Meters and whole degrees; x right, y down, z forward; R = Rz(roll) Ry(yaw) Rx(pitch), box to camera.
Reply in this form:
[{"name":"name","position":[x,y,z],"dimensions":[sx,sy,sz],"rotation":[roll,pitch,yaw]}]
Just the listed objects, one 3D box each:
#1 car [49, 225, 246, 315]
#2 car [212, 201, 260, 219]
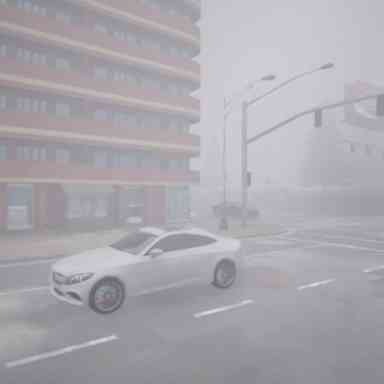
[{"name":"car","position":[-0.777,1.542,7.726],"dimensions":[4.674,1.442,1.812],"rotation":[0,0,-35]},{"name":"car","position":[3.906,1.565,30.134],"dimensions":[1.882,1.535,5.008],"rotation":[0,0,-36]}]
